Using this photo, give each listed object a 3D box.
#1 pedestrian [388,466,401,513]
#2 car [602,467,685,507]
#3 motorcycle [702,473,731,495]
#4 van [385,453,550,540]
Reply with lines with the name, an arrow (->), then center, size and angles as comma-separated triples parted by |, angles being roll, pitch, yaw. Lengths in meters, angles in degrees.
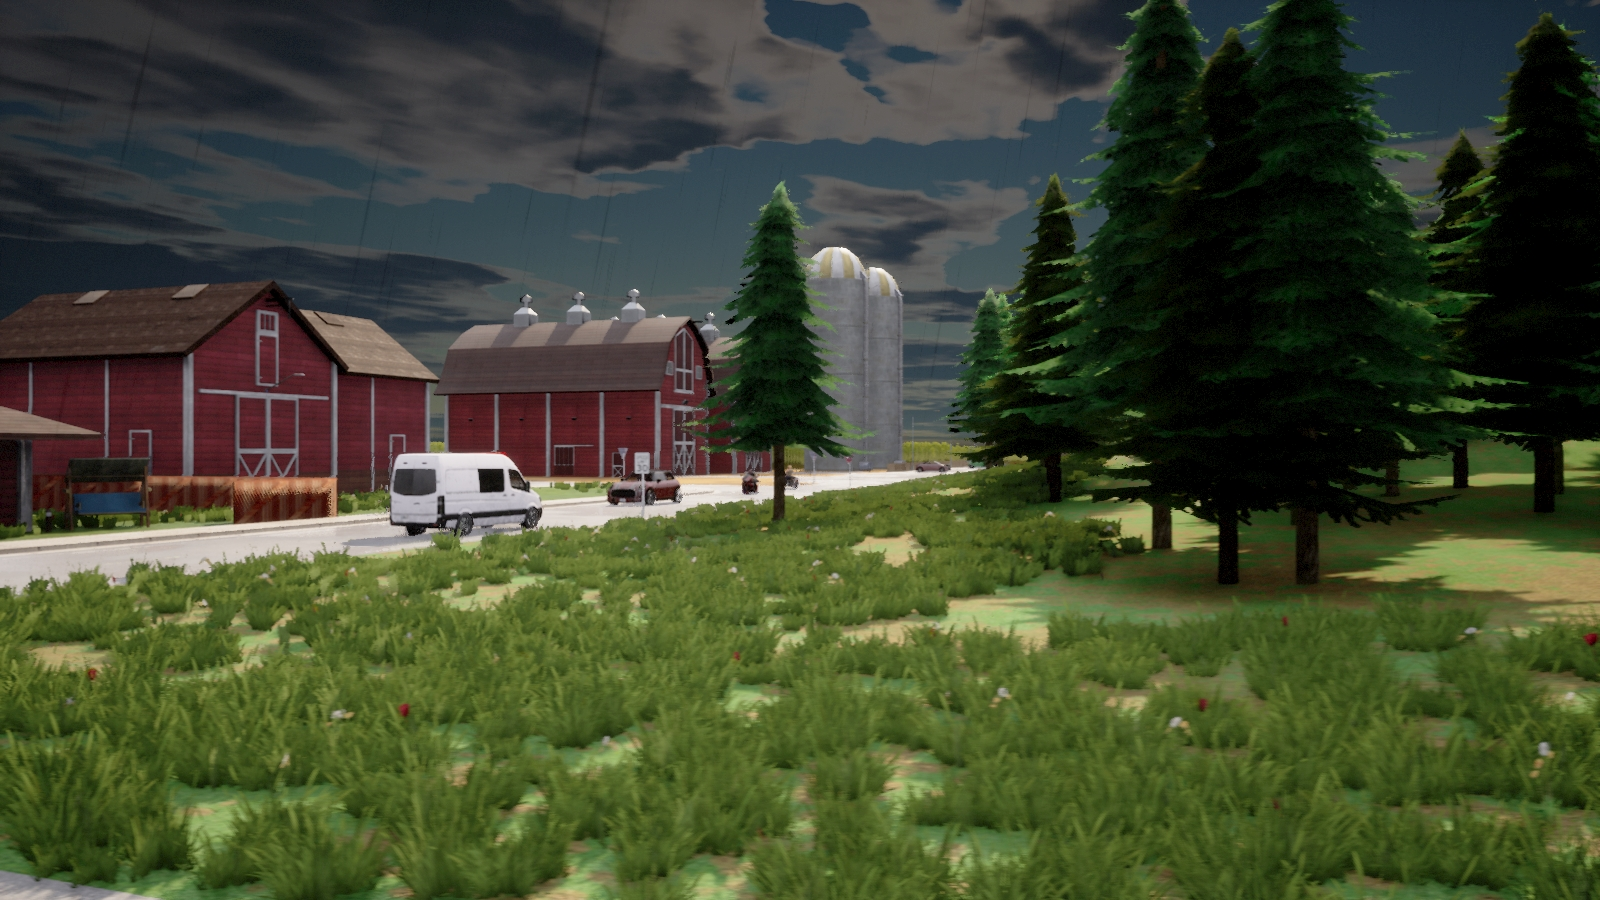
pedestrian -> -16.102, 1.555, 45.374 | 0.375, 1.860, 0.375 | 0, 0, 13
car -> -7.523, 1.766, 55.480 | 2.097, 1.767, 4.553 | 0, 0, 20
motorcycle -> -5.011, 2.065, 68.802 | 0.867, 1.251, 2.209 | 0, 0, 20
van -> -10.558, 1.394, 36.886 | 1.988, 2.561, 5.915 | 0, 0, 20
